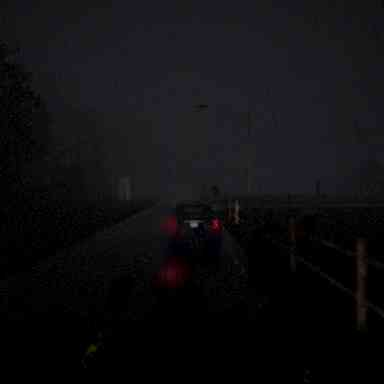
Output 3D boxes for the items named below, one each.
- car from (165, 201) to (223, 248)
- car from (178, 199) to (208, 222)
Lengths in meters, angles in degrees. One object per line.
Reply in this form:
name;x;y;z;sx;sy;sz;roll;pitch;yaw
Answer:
car;0.068;1.159;13.980;2.097;1.767;4.553;0;1;0
car;0.048;1.268;23.914;1.895;1.301;4.718;0;1;0
